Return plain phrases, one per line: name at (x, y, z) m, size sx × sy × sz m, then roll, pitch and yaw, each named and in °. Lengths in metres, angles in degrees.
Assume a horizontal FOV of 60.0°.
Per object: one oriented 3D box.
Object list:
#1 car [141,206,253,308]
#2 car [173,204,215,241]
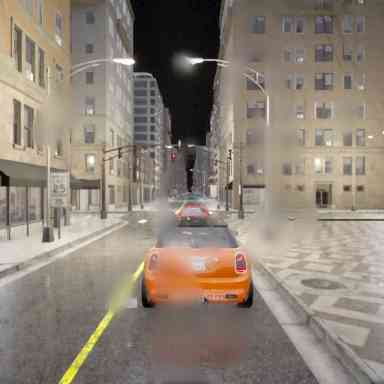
car at (0.094, 1.352, 8.091) m, size 2.097 × 1.767 × 4.553 m, roll 0°, pitch 0°, yaw 0°
car at (0.094, 1.477, 17.691) m, size 1.882 × 1.535 × 5.008 m, roll 0°, pitch 0°, yaw 0°
